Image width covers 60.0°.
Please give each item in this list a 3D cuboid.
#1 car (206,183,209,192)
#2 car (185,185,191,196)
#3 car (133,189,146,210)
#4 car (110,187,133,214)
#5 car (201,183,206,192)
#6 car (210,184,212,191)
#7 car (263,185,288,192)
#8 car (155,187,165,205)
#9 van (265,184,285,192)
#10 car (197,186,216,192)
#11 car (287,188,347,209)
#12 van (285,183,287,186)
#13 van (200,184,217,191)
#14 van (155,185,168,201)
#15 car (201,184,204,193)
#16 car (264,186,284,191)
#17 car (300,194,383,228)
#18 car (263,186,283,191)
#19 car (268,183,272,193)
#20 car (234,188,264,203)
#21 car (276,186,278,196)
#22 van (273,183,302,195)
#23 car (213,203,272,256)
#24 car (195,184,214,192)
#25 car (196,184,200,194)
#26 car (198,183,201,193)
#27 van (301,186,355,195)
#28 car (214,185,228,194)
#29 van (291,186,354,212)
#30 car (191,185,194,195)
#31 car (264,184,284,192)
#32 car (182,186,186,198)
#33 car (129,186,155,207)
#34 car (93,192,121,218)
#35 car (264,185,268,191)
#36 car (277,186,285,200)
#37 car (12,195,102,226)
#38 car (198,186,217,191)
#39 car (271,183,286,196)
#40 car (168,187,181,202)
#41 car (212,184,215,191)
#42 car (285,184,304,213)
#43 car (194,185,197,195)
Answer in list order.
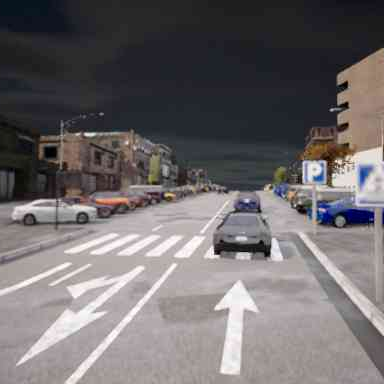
[{"bbox_3d":[0.240,-0.544,68.938,5.008,1.535,2.097,-1,2,-10],"label":"car"},{"bbox_3d":[-3.234,0.104,48.701,5.008,1.535,2.097,-1,2,-10],"label":"car"},{"bbox_3d":[-6.606,0.821,28.390,4.792,1.488,2.163,-1,2,-11],"label":"car"},{"bbox_3d":[-7.021,0.763,25.485,4.553,1.767,2.185,-1,2,-11],"label":"car"},{"bbox_3d":[-0.240,-0.589,66.044,4.553,1.767,2.185,-1,2,-10],"label":"car"},{"bbox_3d":[1.060,-0.686,74.686,5.366,1.575,1.946,-1,2,-10],"label":"car"},{"bbox_3d":[20.161,-0.821,80.398,5.366,1.575,1.946,0,1,-10],"label":"car"},{"bbox_3d":[-5.636,0.594,34.219,5.008,1.535,2.097,-1,2,-11],"label":"car"},{"bbox_3d":[20.757,-1.092,83.352,4.442,1.987,1.878,1,1,-10],"label":"van"},{"bbox_3d":[3.836,-0.907,89.169,4.792,1.488,2.163,-1,0,-10],"label":"car"},{"bbox_3d":[11.310,0.562,30.264,4.553,1.767,2.185,0,2,-9],"label":"car"},{"bbox_3d":[12.034,0.361,33.231,4.442,1.987,1.878,0,2,-9],"label":"van"},{"bbox_3d":[4.732,-1.219,94.910,4.442,1.987,1.878,-1,1,-10],"label":"van"},{"bbox_3d":[-5.272,0.273,37.090,4.442,1.987,1.878,-1,2,-11],"label":"van"},{"bbox_3d":[-0.770,-0.338,63.166,4.674,1.452,2.002,-1,1,-10],"label":"car"},{"bbox_3d":[21.923,-0.898,89.274,4.674,1.452,2.002,1,0,-10],"label":"car"},{"bbox_3d":[9.016,1.091,18.507,5.008,1.535,2.097,0,2,-9],"label":"car"},{"bbox_3d":[22.490,-0.935,92.225,4.792,1.488,2.163,1,0,-10],"label":"car"},{"bbox_3d":[15.242,-0.273,50.954,5.566,2.045,2.435,0,2,-10],"label":"car"},{"bbox_3d":[4.561,0.663,27.360,2.097,1.767,4.553,0,2,11],"label":"car"},{"bbox_3d":[13.637,0.312,42.078,4.792,1.488,2.163,0,2,-9],"label":"car"},{"bbox_3d":[16.340,-0.449,56.874,4.442,1.987,1.878,0,2,-10],"label":"van"},{"bbox_3d":[1.932,1.382,12.553,1.994,1.385,4.181,0,2,10],"label":"car"},{"bbox_3d":[3.319,-1.025,86.269,4.553,1.767,2.185,-1,1,-10],"label":"car"},{"bbox_3d":[-1.752,-0.190,57.375,5.008,1.535,2.097,-1,2,-10],"label":"car"},{"bbox_3d":[-1.235,-0.411,60.266,4.553,1.767,2.185,-1,2,-10],"label":"car"},{"bbox_3d":[9.717,0.765,21.458,4.442,1.987,1.878,0,2,-9],"label":"van"},{"bbox_3d":[6.099,-0.390,65.258,2.033,1.411,5.357,0,2,10],"label":"car"},{"bbox_3d":[10.648,0.563,27.296,4.442,1.987,1.878,0,2,-9],"label":"van"},{"bbox_3d":[-2.735,0.007,51.592,4.892,1.521,2.231,-1,2,-10],"label":"car"},{"bbox_3d":[21.367,-1.029,86.324,4.553,1.767,2.185,1,1,-10],"label":"car"},{"bbox_3d":[-3.682,0.231,45.811,4.792,1.488,2.163,-1,2,-10],"label":"car"},{"bbox_3d":[-6.075,0.566,31.305,4.553,1.767,2.185,-1,2,-11],"label":"car"},{"bbox_3d":[-7.492,1.016,22.585,4.792,1.488,2.163,-1,2,-11],"label":"car"},{"bbox_3d":[17.267,-0.660,62.756,5.566,2.045,2.435,0,1,-10],"label":"car"},{"bbox_3d":[13.062,0.385,39.114,4.892,1.521,2.231,0,2,-9],"label":"car"},{"bbox_3d":[-7.991,1.126,19.666,4.674,1.452,2.002,-1,2,-11],"label":"car"},{"bbox_3d":[4.321,-0.969,92.046,5.008,1.535,2.097,-1,0,-10],"label":"car"},{"bbox_3d":[14.188,-0.070,45.031,5.566,2.045,2.435,0,2,-10],"label":"car"},{"bbox_3d":[-4.491,0.390,40.050,5.366,1.575,1.946,-1,2,-10],"label":"car"},{"bbox_3d":[1.718,-0.997,77.591,5.566,2.045,2.435,-1,1,-10],"label":"car"},{"bbox_3d":[10.155,0.638,24.368,5.566,2.045,2.435,0,2,-9],"label":"car"},{"bbox_3d":[-2.242,-0.091,54.481,4.892,1.521,2.231,-1,2,-10],"label":"car"}]
